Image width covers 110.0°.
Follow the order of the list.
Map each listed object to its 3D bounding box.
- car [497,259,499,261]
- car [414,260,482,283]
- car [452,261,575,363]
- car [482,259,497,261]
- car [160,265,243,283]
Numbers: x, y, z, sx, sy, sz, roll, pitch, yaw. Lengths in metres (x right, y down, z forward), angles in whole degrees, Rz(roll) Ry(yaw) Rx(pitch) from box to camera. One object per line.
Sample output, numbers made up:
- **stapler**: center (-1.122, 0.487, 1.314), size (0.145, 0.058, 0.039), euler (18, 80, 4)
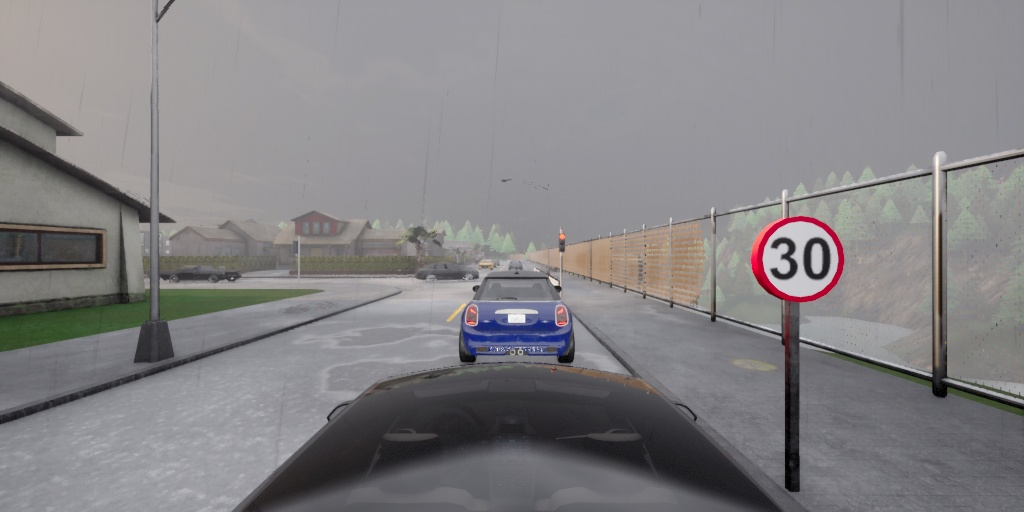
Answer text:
- **car**: center (-3.558, 1.255, 60.650), size (1.837, 1.490, 4.892), euler (0, 0, 1)
- **car**: center (-5.048, 1.256, 27.862), size (4.892, 1.490, 1.837), euler (0, 2, -20)
- **car**: center (0.115, 1.102, 8.332), size (2.097, 1.767, 4.553), euler (0, 0, 1)
- **car**: center (-3.661, 1.227, 51.200), size (1.882, 1.535, 5.008), euler (0, 0, 1)
- **car**: center (-22.999, 1.351, 26.671), size (4.718, 1.301, 1.895), euler (0, 0, 1)
